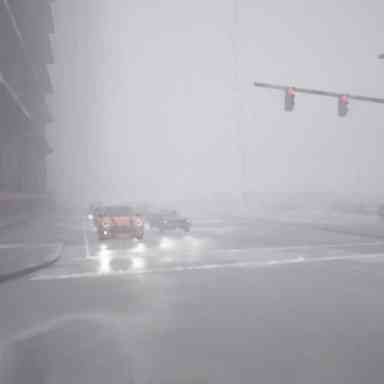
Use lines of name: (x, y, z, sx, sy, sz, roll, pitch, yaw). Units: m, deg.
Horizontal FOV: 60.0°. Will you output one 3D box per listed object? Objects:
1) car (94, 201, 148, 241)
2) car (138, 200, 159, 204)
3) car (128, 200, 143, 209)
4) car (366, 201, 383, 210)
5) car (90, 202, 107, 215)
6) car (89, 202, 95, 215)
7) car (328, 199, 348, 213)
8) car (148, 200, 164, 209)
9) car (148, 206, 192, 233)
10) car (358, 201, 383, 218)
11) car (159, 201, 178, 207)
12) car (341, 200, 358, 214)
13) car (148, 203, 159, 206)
car: (-3.949, 1.535, 17.935, 2.097, 1.767, 4.553, 1, -1, -18)
car: (-6.591, 2.041, 48.418, 1.882, 1.535, 5.008, 1, -1, -18)
car: (-9.815, 2.171, 57.921, 1.837, 1.490, 4.892, 1, -1, -18)
car: (32.731, 2.363, 58.268, 3.905, 1.438, 1.784, 1, -1, -18)
car: (-11.407, 1.952, 40.338, 1.812, 1.442, 4.674, 1, -1, -19)
car: (-6.947, 1.828, 26.921, 2.033, 1.411, 5.357, 1, -1, -18)
car: (20.973, 1.911, 45.551, 4.605, 1.855, 1.932, 1, -1, -18)
car: (-6.496, 2.228, 59.029, 1.812, 1.442, 4.674, 1, -1, -18)
car: (-1.545, 1.849, 21.790, 1.895, 1.301, 4.718, 1, -1, -18)
car: (22.748, 2.096, 40.260, 3.806, 1.475, 1.970, 1, -1, -18)
car: (-3.321, 2.126, 49.679, 1.812, 1.442, 4.674, 1, -1, -18)
car: (21.851, 2.094, 43.013, 3.905, 1.438, 1.784, 1, -1, -18)
car: (-4.772, 1.954, 31.458, 1.895, 1.301, 4.718, 1, -1, -18)
